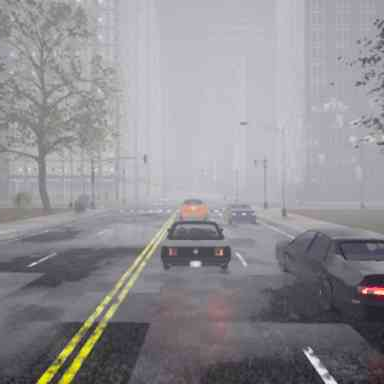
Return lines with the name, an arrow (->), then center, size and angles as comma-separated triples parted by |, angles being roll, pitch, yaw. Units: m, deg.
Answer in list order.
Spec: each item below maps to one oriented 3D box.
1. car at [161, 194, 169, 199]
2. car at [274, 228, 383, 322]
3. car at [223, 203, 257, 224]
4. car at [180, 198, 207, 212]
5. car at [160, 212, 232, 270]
car -> -7.489, 1.203, 92.936 | 1.895, 1.301, 4.718 | 0, 0, -1
car -> 3.351, 1.523, 7.495 | 2.033, 1.411, 5.357 | 0, 0, 0
car -> 3.356, 1.463, 23.995 | 2.033, 1.411, 5.357 | 0, 0, 0
car -> 0.105, 1.258, 26.800 | 2.097, 1.767, 4.553 | 0, 0, 0
car -> 0.103, 1.565, 10.831 | 1.895, 1.301, 4.718 | 0, 0, 0
